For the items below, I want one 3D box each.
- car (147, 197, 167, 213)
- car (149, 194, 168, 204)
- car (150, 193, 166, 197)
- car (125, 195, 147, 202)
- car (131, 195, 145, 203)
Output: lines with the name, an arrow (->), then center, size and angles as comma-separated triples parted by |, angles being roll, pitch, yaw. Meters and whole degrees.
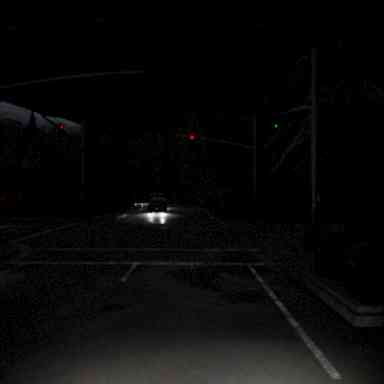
car -> -3.780, 1.570, 36.901 | 1.994, 1.385, 4.181 | 0, 0, -2
car -> -6.638, 1.363, 65.321 | 2.097, 1.767, 4.553 | 0, 0, -27
car -> -5.220, 1.225, 50.384 | 2.150, 2.045, 5.566 | 0, 1, -14
car -> -12.392, 1.493, 73.623 | 4.902, 1.511, 2.128 | 0, 0, 42
car -> -11.528, 1.625, 66.932 | 1.895, 1.301, 4.718 | 0, 0, -32
